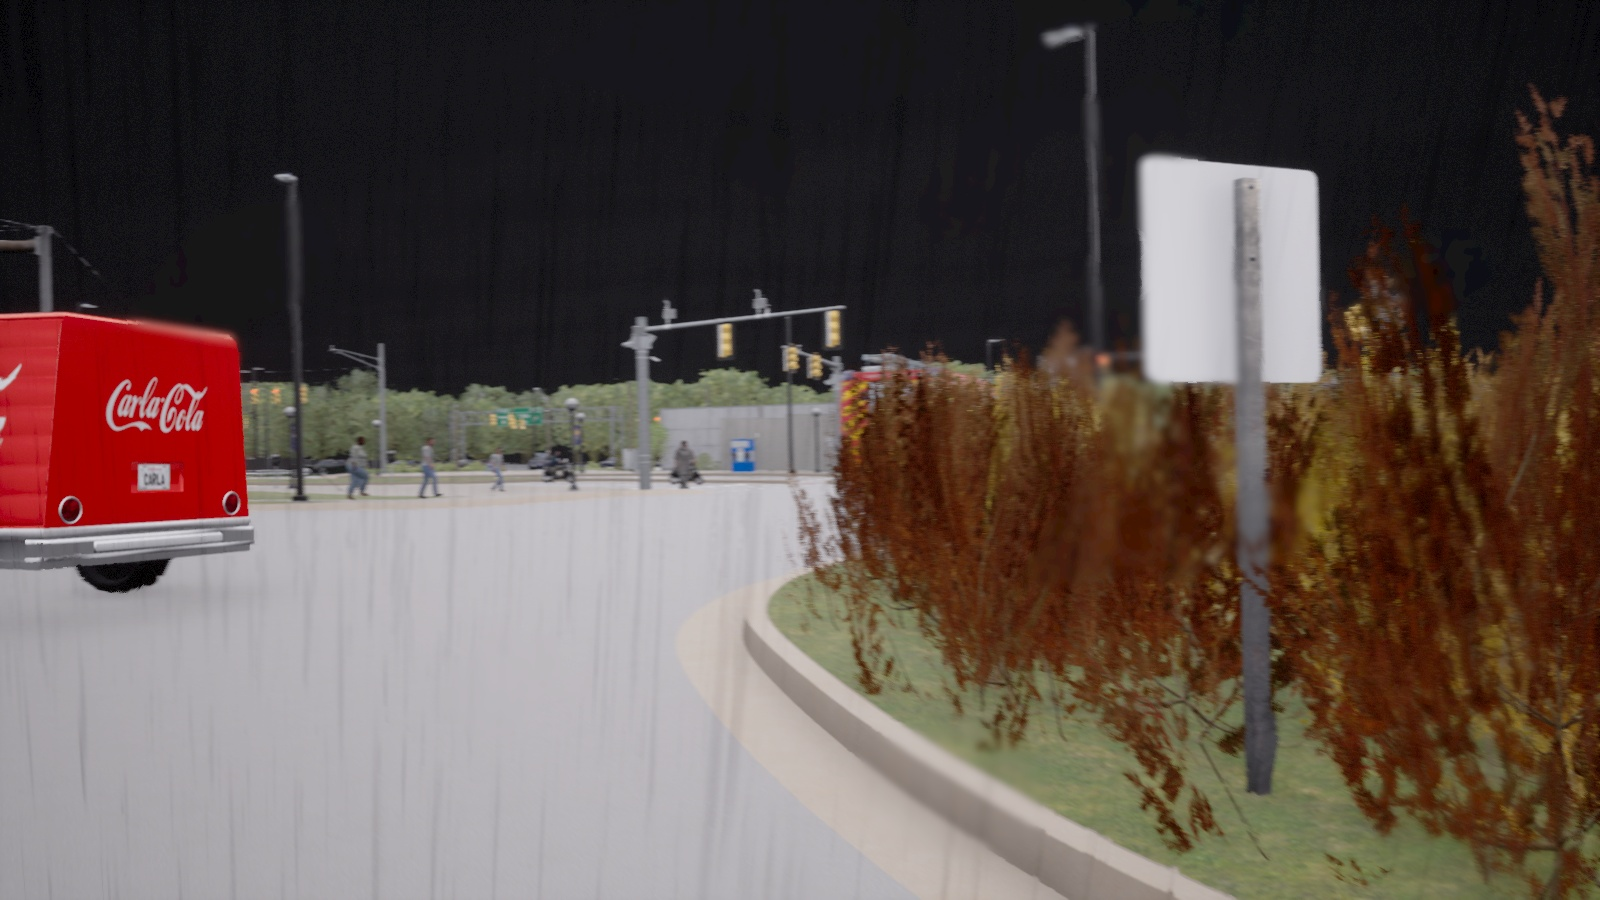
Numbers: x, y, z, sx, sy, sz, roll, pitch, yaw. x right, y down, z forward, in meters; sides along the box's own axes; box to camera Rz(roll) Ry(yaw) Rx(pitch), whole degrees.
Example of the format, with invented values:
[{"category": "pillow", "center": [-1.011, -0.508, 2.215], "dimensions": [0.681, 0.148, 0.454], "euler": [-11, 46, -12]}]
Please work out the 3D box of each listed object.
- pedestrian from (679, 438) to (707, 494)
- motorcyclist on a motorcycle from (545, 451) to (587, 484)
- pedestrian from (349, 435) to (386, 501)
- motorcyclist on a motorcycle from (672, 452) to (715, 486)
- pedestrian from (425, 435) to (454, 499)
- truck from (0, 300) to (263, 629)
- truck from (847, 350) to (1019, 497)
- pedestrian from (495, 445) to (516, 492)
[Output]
[{"category": "pedestrian", "center": [-3.787, 0.554, 44.318], "dimensions": [0.659, 1.952, 0.873], "euler": [-1, 0, -26]}, {"category": "motorcyclist on a motorcycle", "center": [-11.508, 0.865, 61.782], "dimensions": [1.817, 1.590, 0.866], "euler": [0, 0, 18]}, {"category": "pedestrian", "center": [-12.448, 0.502, 36.152], "dimensions": [0.900, 1.855, 0.874], "euler": [-1, 0, -14]}, {"category": "motorcyclist on a motorcycle", "center": [-5.049, 0.902, 59.677], "dimensions": [1.817, 1.590, 0.866], "euler": [0, 0, 17]}, {"category": "pedestrian", "center": [-10.551, 0.489, 36.732], "dimensions": [0.706, 1.836, 0.354], "euler": [-1, 0, 2]}, {"category": "truck", "center": [-7.953, 0.142, 11.321], "dimensions": [5.204, 2.467, 2.627], "euler": [0, -1, 15]}, {"category": "truck", "center": [4.192, -0.611, 37.426], "dimensions": [2.891, 3.827, 8.468], "euler": [-1, -1, 22]}, {"category": "pedestrian", "center": [-11.731, 0.742, 50.023], "dimensions": [0.706, 1.836, 0.354], "euler": [-1, 0, 19]}]
